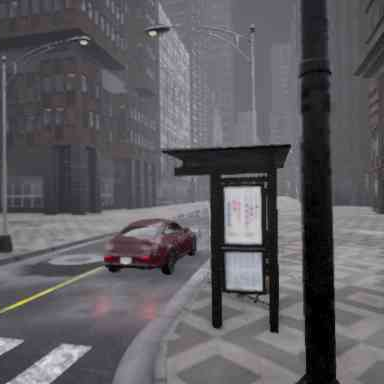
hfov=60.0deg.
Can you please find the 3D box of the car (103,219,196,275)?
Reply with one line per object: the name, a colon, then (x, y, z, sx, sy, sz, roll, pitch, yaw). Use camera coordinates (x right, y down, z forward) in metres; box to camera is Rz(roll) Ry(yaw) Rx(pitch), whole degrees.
car: (-1.161, 1.573, 10.636, 1.812, 1.442, 4.674, -1, 0, 13)
